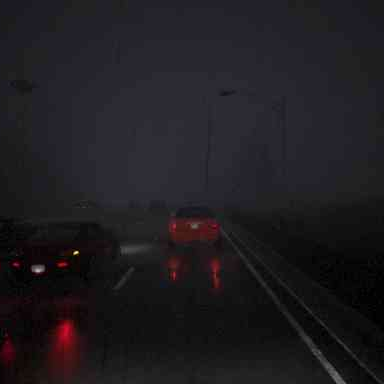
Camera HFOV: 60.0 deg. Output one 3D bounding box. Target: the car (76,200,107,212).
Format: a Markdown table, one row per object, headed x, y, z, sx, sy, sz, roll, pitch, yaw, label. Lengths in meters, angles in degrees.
| x | y | z | sx | sy | sz | roll | pitch | yaw | label |
| --- | --- | --- | --- | --- | --- | --- | --- | --- | --- |
| -10.398 | 1.545 | 34.609 | 2.033 | 1.411 | 5.357 | 0 | 0 | 0 | car |

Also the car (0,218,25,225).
| x | y | z | sx | sy | sz | roll | pitch | yaw | label |
| --- | --- | --- | --- | --- | --- | --- | --- | --- | --- |
| -6.900 | 1.600 | 12.267 | 1.895 | 1.301 | 4.718 | 0 | 0 | 0 | car |

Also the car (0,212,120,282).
| x | y | z | sx | sy | sz | roll | pitch | yaw | label |
| --- | --- | --- | --- | --- | --- | --- | --- | --- | --- |
| -3.403 | 1.525 | 9.661 | 1.812 | 1.442 | 4.674 | 0 | 0 | 0 | car |

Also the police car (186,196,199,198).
| x | y | z | sx | sy | sz | roll | pitch | yaw | label |
| --- | --- | --- | --- | --- | --- | --- | --- | --- | --- |
| 0.080 | 1.420 | 51.723 | 1.930 | 1.638 | 5.238 | 0 | 0 | -1 | police car |

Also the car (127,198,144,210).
| x | y | z | sx | sy | sz | roll | pitch | yaw | label |
| --- | --- | --- | --- | --- | --- | --- | --- | --- | --- |
| -6.898 | 1.522 | 41.915 | 1.812 | 1.442 | 4.674 | 0 | 0 | 0 | car |

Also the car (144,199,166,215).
| x | y | z | sx | sy | sz | roll | pitch | yaw | label |
| --- | --- | --- | --- | --- | --- | --- | --- | --- | --- |
| -3.396 | 1.474 | 34.387 | 1.882 | 1.535 | 5.008 | 0 | 0 | 0 | car |

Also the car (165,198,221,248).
| x | y | z | sx | sy | sz | roll | pitch | yaw | label |
| --- | --- | --- | --- | --- | --- | --- | --- | --- | --- |
| 0.100 | 1.350 | 15.017 | 2.097 | 1.767 | 4.553 | 0 | 0 | 0 | car |
